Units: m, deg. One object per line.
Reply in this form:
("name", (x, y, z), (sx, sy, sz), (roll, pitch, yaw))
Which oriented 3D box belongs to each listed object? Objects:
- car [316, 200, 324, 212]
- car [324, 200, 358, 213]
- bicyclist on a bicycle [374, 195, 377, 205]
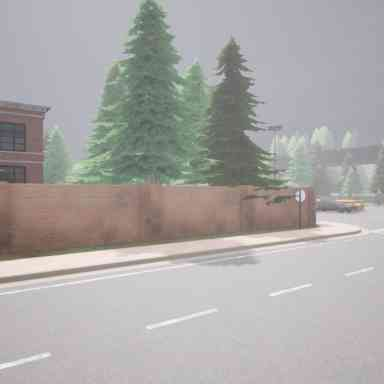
("car", (11.433, 1.491, 36.625), (2.128, 1.511, 4.902), (0, 0, -36))
("car", (15.466, 1.547, 36.994), (2.033, 1.411, 5.357), (0, 0, -35))
("bicyclist on a bicycle", (30.154, 1.300, 54.305), (1.656, 1.620, 0.582), (0, 0, -35))
